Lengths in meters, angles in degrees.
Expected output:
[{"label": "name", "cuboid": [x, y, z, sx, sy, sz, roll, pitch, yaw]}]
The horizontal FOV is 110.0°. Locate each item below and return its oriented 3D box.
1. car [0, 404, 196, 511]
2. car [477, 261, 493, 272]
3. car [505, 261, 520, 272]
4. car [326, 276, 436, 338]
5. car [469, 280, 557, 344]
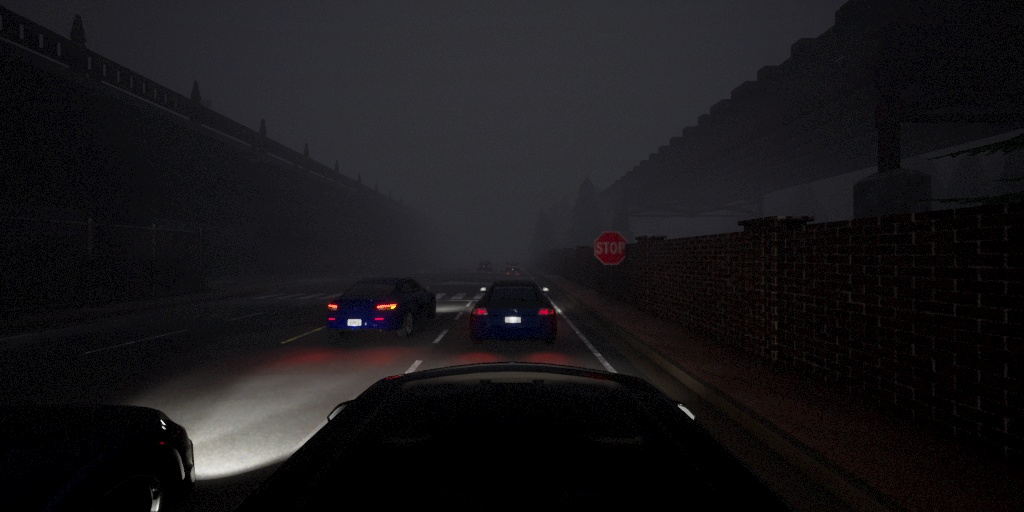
[{"label": "car", "cuboid": [-3.399, 1.314, 0.974, 1.994, 1.385, 4.181, 0, 0, 0]}, {"label": "car", "cuboid": [-3.426, 1.297, 45.608, 2.033, 1.411, 5.357, 0, 0, -1]}, {"label": "car", "cuboid": [0.060, 1.350, 46.246, 1.895, 1.301, 4.718, 0, 0, -1]}, {"label": "car", "cuboid": [-3.421, 1.276, 10.070, 1.812, 1.442, 4.674, 0, 0, 0]}, {"label": "car", "cuboid": [0.061, 1.314, 9.551, 1.994, 1.385, 4.181, 0, 0, 1]}]
